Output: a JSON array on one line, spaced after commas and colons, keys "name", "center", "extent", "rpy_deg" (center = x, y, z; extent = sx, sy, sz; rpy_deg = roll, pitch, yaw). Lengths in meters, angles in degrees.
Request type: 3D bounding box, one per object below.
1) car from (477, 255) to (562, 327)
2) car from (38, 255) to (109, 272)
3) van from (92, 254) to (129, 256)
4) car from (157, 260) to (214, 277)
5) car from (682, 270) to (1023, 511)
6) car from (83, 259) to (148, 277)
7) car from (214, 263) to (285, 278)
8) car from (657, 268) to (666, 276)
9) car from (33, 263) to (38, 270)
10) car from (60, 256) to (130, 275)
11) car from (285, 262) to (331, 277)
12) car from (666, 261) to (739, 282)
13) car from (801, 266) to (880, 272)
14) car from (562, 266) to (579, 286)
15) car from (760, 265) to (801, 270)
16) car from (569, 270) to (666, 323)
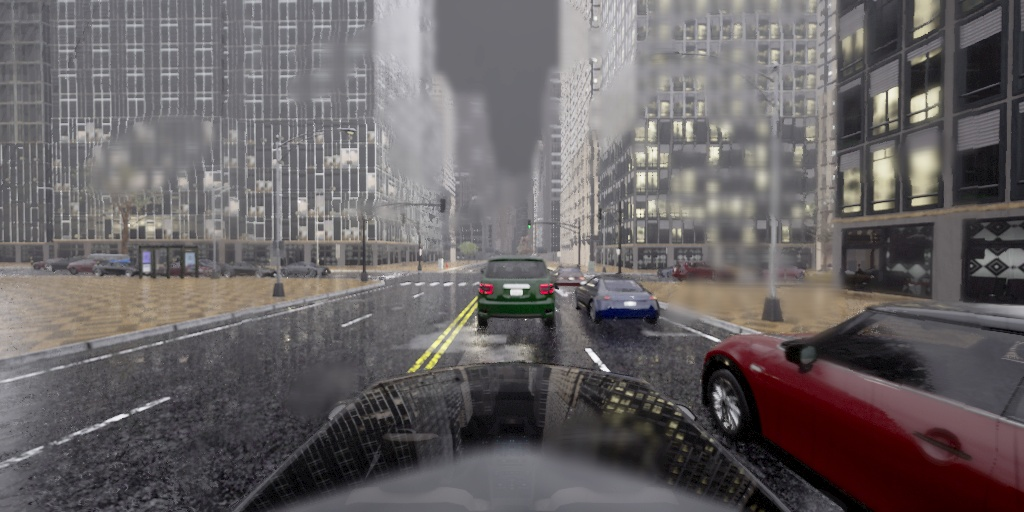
[{"name": "car", "center": [0.120, 0.995, 11.743], "extent": [2.150, 2.045, 5.566], "rpy_deg": [0, 0, 0]}, {"name": "car", "center": [-45.717, 0.897, 37.477], "extent": [4.892, 1.490, 1.837], "rpy_deg": [1, 1, 1]}, {"name": "van", "center": [-45.211, 0.702, 40.068], "extent": [3.998, 1.789, 1.690], "rpy_deg": [0, 0, 1]}, {"name": "car", "center": [-28.357, 1.213, 31.200], "extent": [4.207, 1.307, 1.802], "rpy_deg": [0, 0, 1]}, {"name": "car", "center": [3.349, 1.104, 2.504], "extent": [2.097, 1.767, 4.553], "rpy_deg": [0, 0, 0]}, {"name": "car", "center": [-34.037, 1.144, 31.385], "extent": [4.313, 1.339, 1.948], "rpy_deg": [0, 0, 1]}, {"name": "car", "center": [-22.673, 1.248, 31.055], "extent": [4.313, 1.339, 1.948], "rpy_deg": [0, 0, 1]}, {"name": "car", "center": [16.944, 1.519, 36.215], "extent": [4.181, 1.385, 1.994], "rpy_deg": [1, 1, 1]}, {"name": "car", "center": [-50.893, 0.890, 40.195], "extent": [4.207, 1.307, 1.802], "rpy_deg": [0, 0, 1]}, {"name": "car", "center": [-39.442, 1.019, 34.145], "extent": [4.674, 1.442, 1.812], "rpy_deg": [1, 1, 2]}, {"name": "car", "center": [-19.401, 1.239, 33.691], "extent": [4.181, 1.385, 1.994], "rpy_deg": [1, 1, 1]}, {"name": "car", "center": [16.251, 1.342, 30.450], "extent": [5.009, 1.841, 2.192], "rpy_deg": [0, 0, 1]}, {"name": "car", "center": [27.699, 1.652, 30.231], "extent": [4.829, 1.417, 1.751], "rpy_deg": [0, 0, 1]}, {"name": "car", "center": [3.542, 1.340, 23.044], "extent": [2.033, 1.411, 5.357], "rpy_deg": [0, 0, 3]}, {"name": "car", "center": [26.938, 1.606, 36.029], "extent": [4.181, 1.385, 1.994], "rpy_deg": [0, 1, 1]}, {"name": "car", "center": [3.374, 1.336, 12.236], "extent": [1.994, 1.385, 4.181], "rpy_deg": [0, 0, 0]}]
